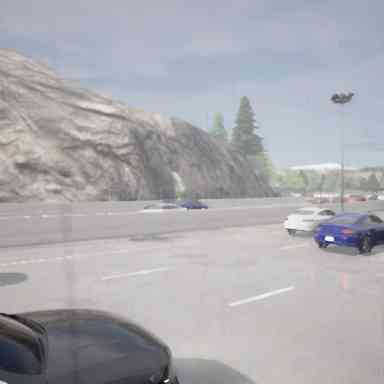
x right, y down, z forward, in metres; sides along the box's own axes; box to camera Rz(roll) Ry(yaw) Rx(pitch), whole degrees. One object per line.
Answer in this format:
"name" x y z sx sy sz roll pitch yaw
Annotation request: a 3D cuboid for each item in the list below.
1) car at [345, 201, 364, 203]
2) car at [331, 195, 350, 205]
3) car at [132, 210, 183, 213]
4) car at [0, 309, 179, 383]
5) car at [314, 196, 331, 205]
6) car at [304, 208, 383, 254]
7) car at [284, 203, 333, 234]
"car" 26.527 1.277 53.624 2.150 2.045 5.566 0 0 39
"car" 26.477 1.417 59.265 2.097 1.767 4.553 0 0 38
"car" -2.349 1.567 24.424 4.674 1.442 1.812 0 0 -40
"car" -2.358 1.512 2.157 4.892 1.490 1.837 0 0 -35
"car" 24.590 1.597 62.535 1.812 1.442 4.674 0 0 37
"car" 6.797 1.540 13.593 4.674 1.442 1.812 0 0 -39
"car" 6.911 1.547 18.232 4.674 1.442 1.812 0 0 -40
